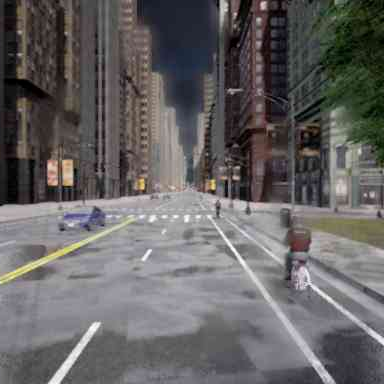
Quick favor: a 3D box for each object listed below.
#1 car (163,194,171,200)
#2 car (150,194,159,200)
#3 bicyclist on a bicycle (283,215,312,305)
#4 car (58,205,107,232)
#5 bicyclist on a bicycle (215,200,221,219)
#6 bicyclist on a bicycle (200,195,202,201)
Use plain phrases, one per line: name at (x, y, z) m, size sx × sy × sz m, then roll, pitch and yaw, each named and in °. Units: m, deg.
car at (-6.467, 1.262, 85.598) m, size 2.033 × 1.411 × 5.357 m, roll 0°, pitch 0°, yaw 0°
car at (-9.717, 1.274, 85.599) m, size 1.994 × 1.385 × 4.181 m, roll 0°, pitch 0°, yaw 0°
bicyclist on a bicycle at (2.247, 1.377, 7.249) m, size 0.659 × 1.776 × 1.843 m, roll 0°, pitch 0°, yaw 0°
car at (-6.564, 1.553, 20.423) m, size 1.812 × 1.442 × 4.674 m, roll 0°, pitch 0°, yaw 0°
bicyclist on a bicycle at (2.262, 1.497, 28.830) m, size 0.582 × 1.620 × 1.656 m, roll 0°, pitch 0°, yaw 0°
bicyclist on a bicycle at (2.282, 1.559, 82.887) m, size 0.582 × 1.620 × 1.656 m, roll 0°, pitch 0°, yaw 0°
